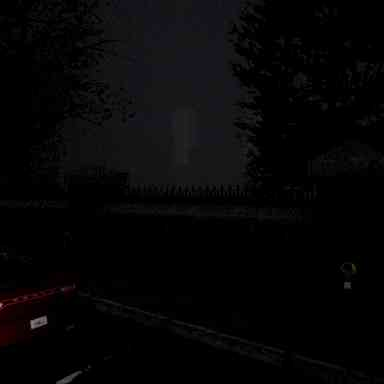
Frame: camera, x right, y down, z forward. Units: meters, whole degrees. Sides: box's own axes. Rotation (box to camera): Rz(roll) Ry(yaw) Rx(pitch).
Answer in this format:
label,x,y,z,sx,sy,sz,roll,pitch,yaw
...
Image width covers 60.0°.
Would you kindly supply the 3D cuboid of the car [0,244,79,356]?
label,x,y,z,sx,sy,sz,roll,pitch,yaw
car,-3.786,1.544,5.588,4.507,1.381,1.887,0,0,36
